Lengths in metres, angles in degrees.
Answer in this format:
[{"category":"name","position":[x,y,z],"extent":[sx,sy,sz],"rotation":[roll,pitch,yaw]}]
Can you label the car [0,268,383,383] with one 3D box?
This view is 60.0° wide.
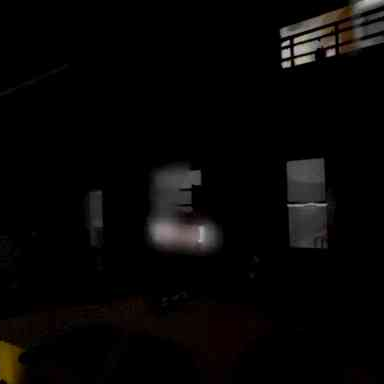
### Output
[{"category":"car","position":[-0.393,1.547,3.026],"extent":[4.829,1.417,1.752],"rotation":[-1,-2,36]}]
